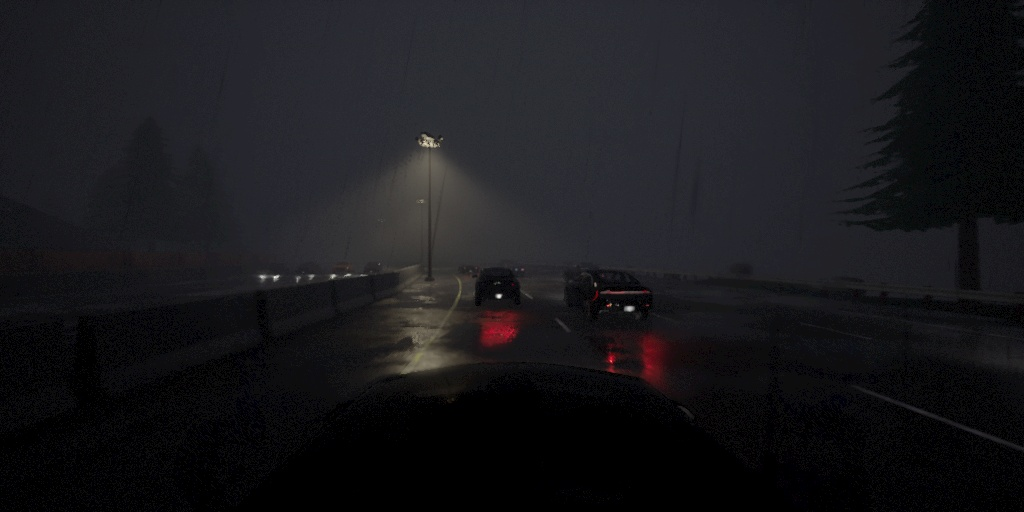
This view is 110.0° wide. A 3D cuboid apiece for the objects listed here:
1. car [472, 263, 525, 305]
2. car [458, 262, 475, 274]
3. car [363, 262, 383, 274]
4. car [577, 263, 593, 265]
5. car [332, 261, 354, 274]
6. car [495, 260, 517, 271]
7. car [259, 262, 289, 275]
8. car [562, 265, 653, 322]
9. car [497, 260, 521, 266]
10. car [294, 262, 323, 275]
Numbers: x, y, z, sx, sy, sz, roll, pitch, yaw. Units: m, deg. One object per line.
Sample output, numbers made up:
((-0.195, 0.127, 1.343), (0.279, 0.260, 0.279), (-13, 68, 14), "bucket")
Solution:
((-0.732, 1.274, 16.318), (1.837, 1.490, 4.892), (0, 0, -5), "car")
((-5.178, 1.408, 41.983), (1.895, 1.301, 4.718), (0, 0, -15), "car")
((-16.511, 1.384, 42.820), (2.033, 1.411, 5.357), (0, 0, -16), "car")
((5.164, 1.364, 26.205), (1.895, 1.301, 4.718), (0, 0, -9), "car")
((-20.314, 1.324, 43.269), (1.882, 1.535, 5.008), (0, 0, -16), "car")
((-0.919, 1.312, 52.677), (1.837, 1.490, 4.892), (1, -1, -18), "car")
((-26.824, 1.425, 40.560), (1.994, 1.385, 4.181), (0, 0, -16), "car")
((3.109, 1.246, 12.425), (2.128, 1.511, 4.902), (0, 0, -4), "car")
((-0.141, 1.335, 35.982), (2.033, 1.411, 5.357), (0, 0, -13), "car")
((-23.427, 1.400, 41.537), (2.033, 1.411, 5.357), (0, 0, -16), "car")
